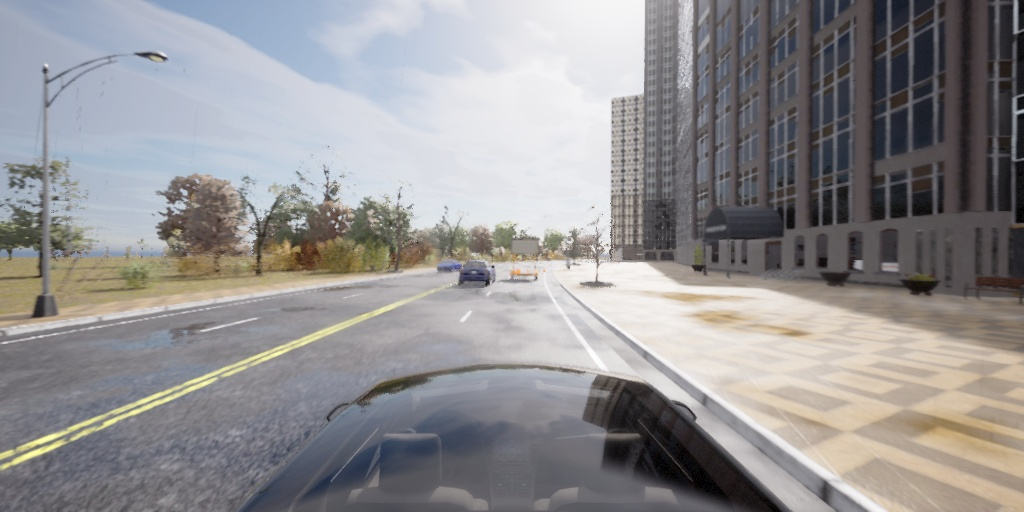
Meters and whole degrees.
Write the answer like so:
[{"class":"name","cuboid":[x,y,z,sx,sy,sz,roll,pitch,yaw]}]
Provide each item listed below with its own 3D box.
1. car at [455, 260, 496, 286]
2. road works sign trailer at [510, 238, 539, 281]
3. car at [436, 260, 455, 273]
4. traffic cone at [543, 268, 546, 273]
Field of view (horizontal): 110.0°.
[{"class":"car","cuboid":[-2.364,1.089,25.551,2.097,1.767,4.553,0,0,4]},{"class":"road works sign trailer","cuboid":[1.088,0.220,30.676,2.380,3.560,2.880,0,0,5]},{"class":"car","cuboid":[-7.528,1.188,42.976,1.882,1.535,5.008,0,0,7]},{"class":"traffic cone","cuboid":[3.905,1.725,43.469,0.340,0.580,0.340,0,0,5]}]
